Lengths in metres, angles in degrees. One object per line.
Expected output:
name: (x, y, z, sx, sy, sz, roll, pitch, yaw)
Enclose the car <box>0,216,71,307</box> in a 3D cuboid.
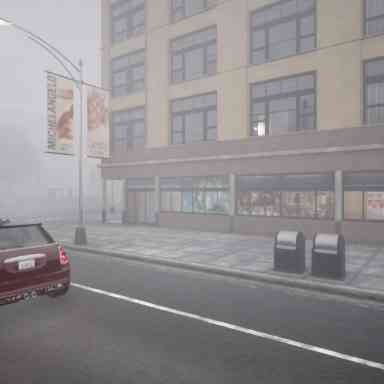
car: (-4.763, 1.352, 7.369, 4.553, 1.767, 2.097, 0, 0, 36)
